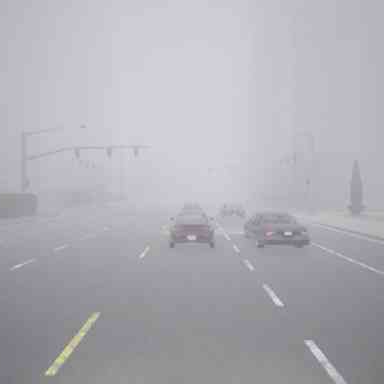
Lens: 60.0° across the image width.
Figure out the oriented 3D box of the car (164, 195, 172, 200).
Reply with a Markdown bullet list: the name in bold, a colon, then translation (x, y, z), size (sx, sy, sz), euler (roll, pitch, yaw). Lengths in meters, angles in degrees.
- **car**: translation (-6.686, 1.507, 92.846), size (1.994, 1.385, 4.181), euler (0, 0, 1)

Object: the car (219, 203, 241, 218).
- **car**: translation (3.493, 1.615, 29.707), size (1.895, 1.301, 4.718), euler (0, 0, 0)

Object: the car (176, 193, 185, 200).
- **car**: translation (-3.187, 1.179, 92.761), size (2.150, 2.045, 5.566), euler (0, 0, 1)

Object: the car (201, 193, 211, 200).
- **car**: translation (3.733, 1.154, 87.630), size (2.150, 2.045, 5.566), euler (0, 0, 1)

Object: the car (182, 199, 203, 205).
- **car**: translation (-0.007, 1.571, 29.659), size (1.994, 1.385, 4.181), euler (0, 0, 0)

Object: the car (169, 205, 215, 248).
- **car**: translation (0.000, 1.531, 14.650), size (1.812, 1.442, 4.674), euler (0, 0, 0)

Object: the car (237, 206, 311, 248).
- **car**: translation (3.500, 1.561, 14.650), size (2.033, 1.411, 5.357), euler (0, 0, 0)

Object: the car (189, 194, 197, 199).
- **car**: translation (0.233, 1.454, 87.655), size (2.128, 1.511, 4.902), euler (0, 0, 1)
